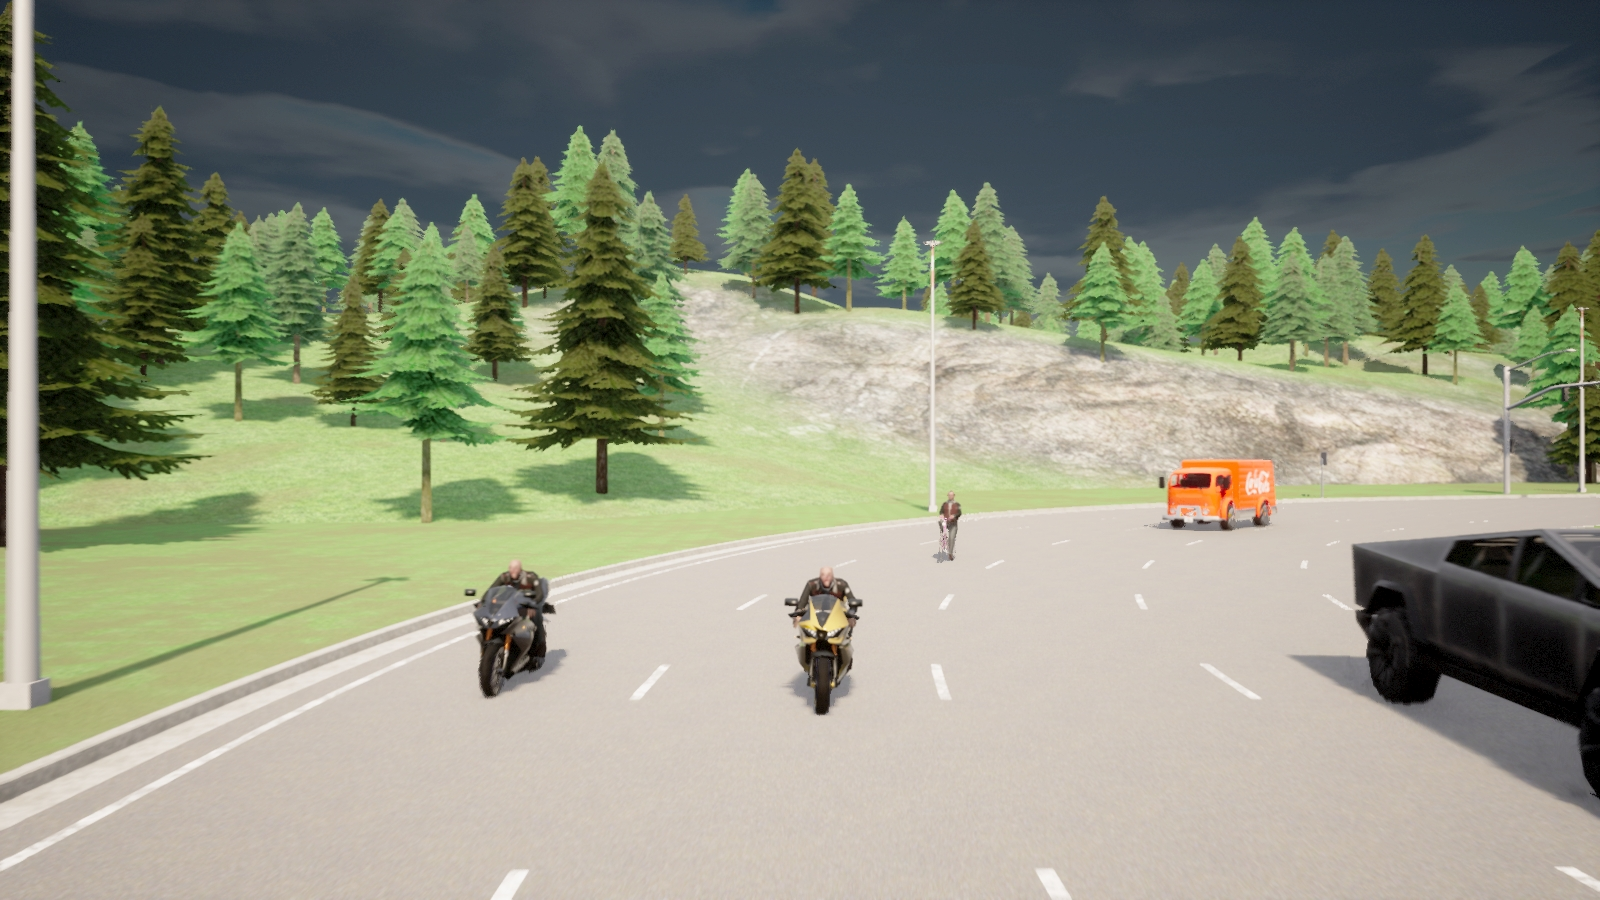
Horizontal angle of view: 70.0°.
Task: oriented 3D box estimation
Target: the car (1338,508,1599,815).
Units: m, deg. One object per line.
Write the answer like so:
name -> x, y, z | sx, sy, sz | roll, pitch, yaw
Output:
car -> 7.498, 1.755, 10.691 | 2.390, 2.098, 6.274 | 0, 0, 5

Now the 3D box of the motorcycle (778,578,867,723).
motorcycle -> 0.297, 2.206, 12.981 | 0.867, 1.251, 2.209 | 0, 0, 5

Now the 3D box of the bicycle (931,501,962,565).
bicycle -> 3.684, 2.061, 28.690 | 0.329, 1.471, 1.835 | 2, 0, 20

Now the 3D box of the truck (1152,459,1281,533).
truck -> 15.067, 1.572, 41.155 | 2.627, 2.467, 5.204 | -1, -1, 42

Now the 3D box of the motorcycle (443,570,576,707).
motorcycle -> -3.446, 2.205, 13.781 | 0.867, 1.251, 2.209 | 1, 0, 4
